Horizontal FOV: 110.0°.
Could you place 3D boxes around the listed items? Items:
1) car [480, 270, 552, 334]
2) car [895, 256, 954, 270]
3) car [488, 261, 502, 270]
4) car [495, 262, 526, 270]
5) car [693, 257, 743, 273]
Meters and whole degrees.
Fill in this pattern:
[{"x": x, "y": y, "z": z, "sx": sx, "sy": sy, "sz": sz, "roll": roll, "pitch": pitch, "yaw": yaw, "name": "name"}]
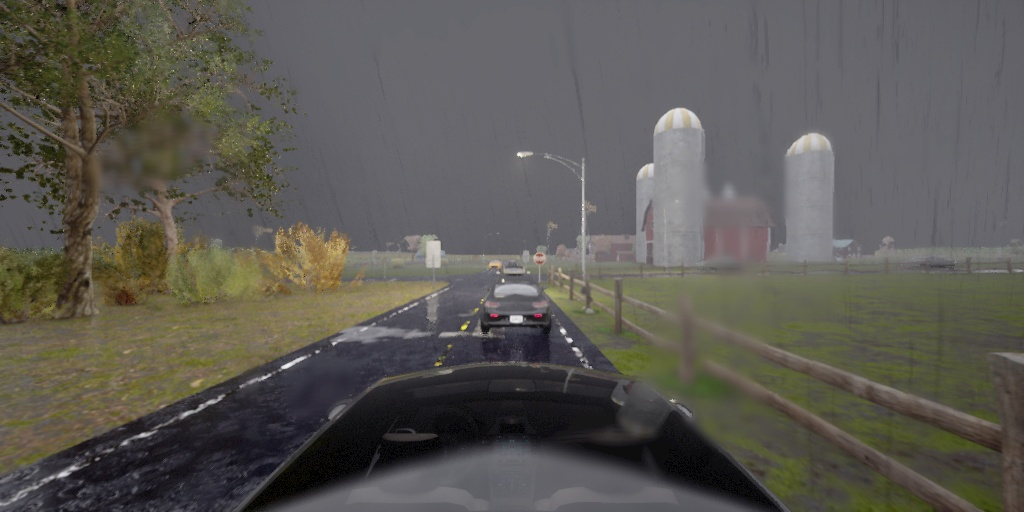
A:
[{"x": 0.110, "y": 1.312, "z": 10.672, "sx": 1.812, "sy": 1.442, "sz": 4.674, "roll": 0, "pitch": 0, "yaw": 0, "name": "car"}, {"x": 43.582, "y": 0.742, "z": 37.952, "sx": 4.902, "sy": 1.511, "sz": 2.128, "roll": -1, "pitch": 1, "yaw": 0, "name": "car"}, {"x": -2.751, "y": 1.490, "z": 58.189, "sx": 1.882, "sy": 1.535, "sz": 5.008, "roll": 0, "pitch": 0, "yaw": 0, "name": "car"}, {"x": 0.093, "y": 1.340, "z": 21.992, "sx": 1.837, "sy": 1.490, "sz": 4.892, "roll": 0, "pitch": 0, "yaw": -1, "name": "car"}, {"x": 21.642, "y": 0.908, "z": 37.876, "sx": 4.553, "sy": 1.767, "sz": 2.097, "roll": -1, "pitch": 1, "yaw": 0, "name": "car"}]
